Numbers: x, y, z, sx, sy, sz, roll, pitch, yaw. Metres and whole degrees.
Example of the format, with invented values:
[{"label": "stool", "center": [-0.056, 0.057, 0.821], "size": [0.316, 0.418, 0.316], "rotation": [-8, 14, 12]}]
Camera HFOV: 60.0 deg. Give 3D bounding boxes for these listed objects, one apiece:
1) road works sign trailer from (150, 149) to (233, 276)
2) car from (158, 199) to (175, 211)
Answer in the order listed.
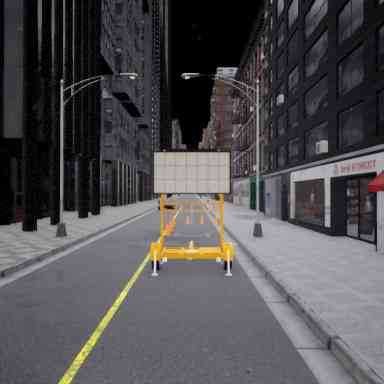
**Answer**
[{"label": "road works sign trailer", "center": [-0.006, 0.466, 10.360], "size": [2.380, 3.560, 2.880], "rotation": [0, 0, 0]}, {"label": "car", "center": [-3.131, 1.562, 41.337], "size": [2.033, 1.411, 5.357], "rotation": [0, 0, 0]}]
